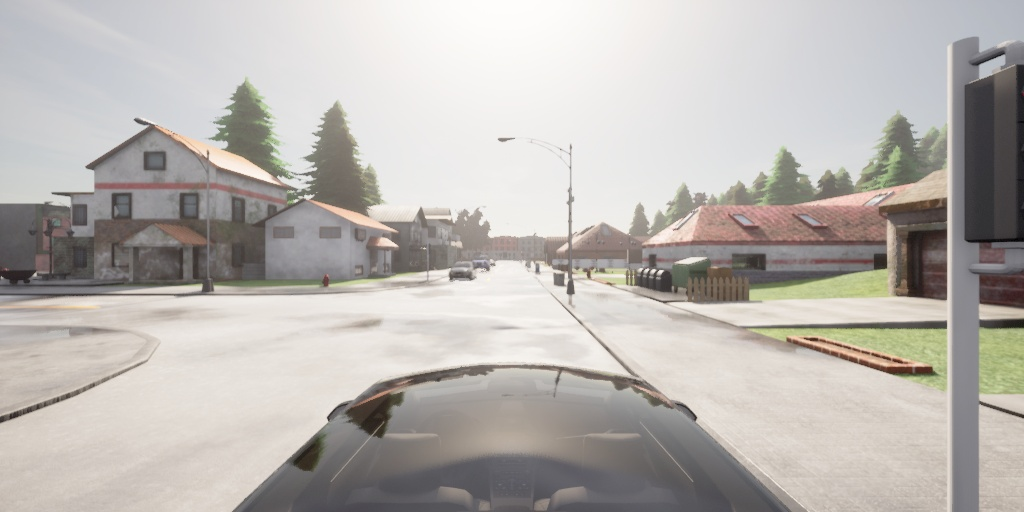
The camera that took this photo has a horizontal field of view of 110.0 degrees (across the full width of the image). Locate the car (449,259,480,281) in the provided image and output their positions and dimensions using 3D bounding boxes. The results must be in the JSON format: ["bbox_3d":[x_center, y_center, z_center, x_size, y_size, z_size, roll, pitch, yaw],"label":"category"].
[{"bbox_3d":[-4.086,1.243,30.167,1.837,1.490,4.892,0,0,0],"label":"car"}]

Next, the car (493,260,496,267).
[{"bbox_3d":[-3.980,1.296,65.079,1.994,1.385,4.181,0,0,0],"label":"car"}]

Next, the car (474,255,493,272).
[{"bbox_3d":[-4.074,0.949,47.156,2.150,2.045,5.566,0,0,0],"label":"car"}]
